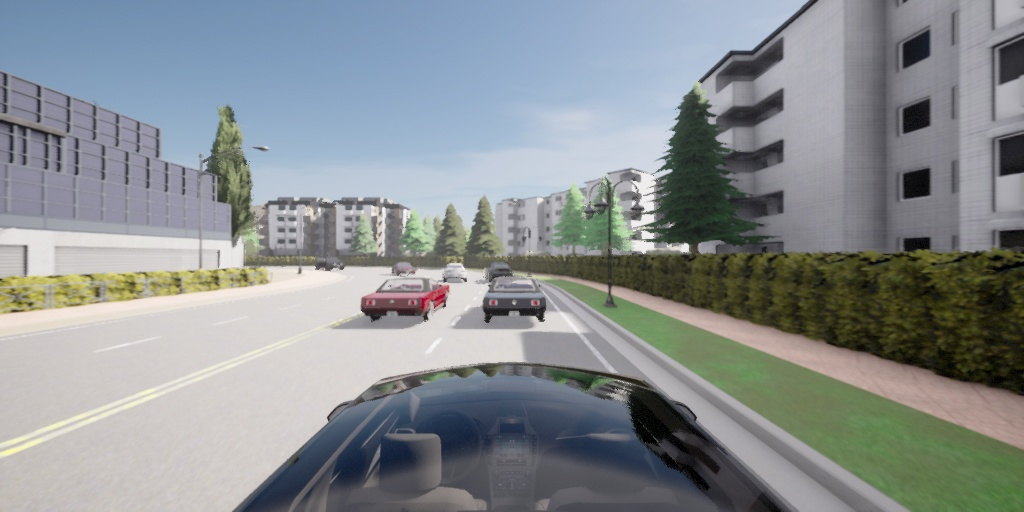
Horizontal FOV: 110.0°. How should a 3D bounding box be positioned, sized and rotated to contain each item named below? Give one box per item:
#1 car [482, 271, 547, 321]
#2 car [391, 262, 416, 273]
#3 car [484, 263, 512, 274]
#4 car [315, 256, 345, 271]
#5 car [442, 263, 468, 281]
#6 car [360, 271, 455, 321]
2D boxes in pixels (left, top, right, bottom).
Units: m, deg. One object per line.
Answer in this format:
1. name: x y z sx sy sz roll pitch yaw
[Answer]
1. car: 0.078 1.375 12.506 1.895 1.301 4.718 0 0 0
2. car: -11.607 1.356 38.350 1.812 1.442 4.674 0 0 -27
3. car: -1.147 1.316 29.393 1.837 1.490 4.892 0 0 -10
4. car: -25.824 1.082 50.761 5.566 2.045 2.150 -1 -1 39
5. car: -4.838 1.338 30.048 1.812 1.442 4.674 0 0 -12
6. car: -3.422 1.375 12.519 1.895 1.301 4.718 0 0 0
